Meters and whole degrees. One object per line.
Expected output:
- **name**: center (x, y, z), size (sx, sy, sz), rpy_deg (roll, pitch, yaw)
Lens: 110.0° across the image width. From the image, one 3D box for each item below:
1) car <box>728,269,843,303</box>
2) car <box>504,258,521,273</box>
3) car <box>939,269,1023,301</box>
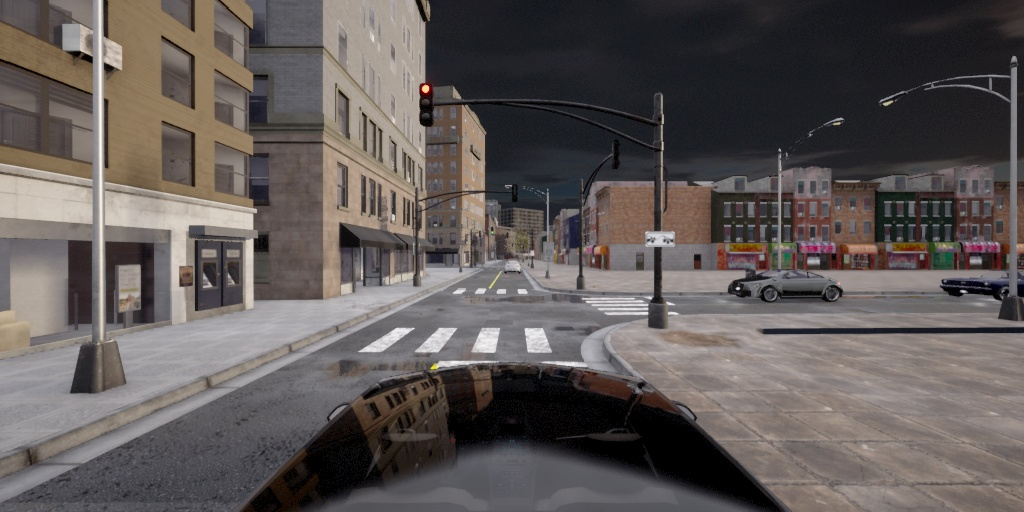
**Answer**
- **car**: center (12.041, 1.261, 15.962), size (4.181, 1.385, 1.994), rpy_deg (0, 0, 0)
- **car**: center (0.074, 1.285, 43.014), size (1.812, 1.442, 4.674), rpy_deg (0, 0, 0)
- **car**: center (22.356, 1.260, 16.017), size (4.718, 1.301, 1.895), rpy_deg (0, 0, 0)
